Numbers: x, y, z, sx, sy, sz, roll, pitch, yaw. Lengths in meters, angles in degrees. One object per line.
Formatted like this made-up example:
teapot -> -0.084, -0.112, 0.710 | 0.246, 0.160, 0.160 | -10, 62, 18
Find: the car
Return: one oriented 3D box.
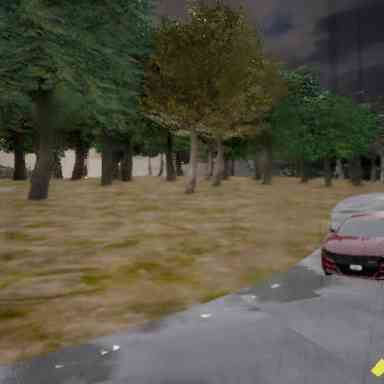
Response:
car -> 5.316, 1.409, 9.802 | 1.882, 1.535, 5.008 | -2, 1, 37
